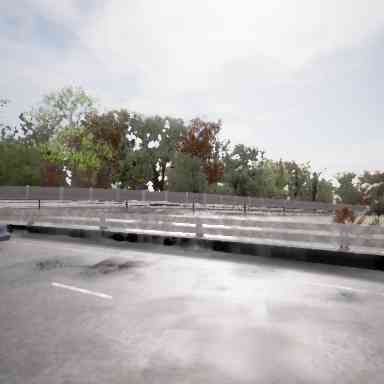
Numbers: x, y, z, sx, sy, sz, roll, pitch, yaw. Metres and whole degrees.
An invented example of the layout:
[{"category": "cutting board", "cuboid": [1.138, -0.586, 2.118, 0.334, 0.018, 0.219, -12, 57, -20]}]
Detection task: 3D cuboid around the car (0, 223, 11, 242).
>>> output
[{"category": "car", "cuboid": [-9.916, 1.561, 13.817, 5.357, 1.411, 2.033, 0, 0, 27]}]
